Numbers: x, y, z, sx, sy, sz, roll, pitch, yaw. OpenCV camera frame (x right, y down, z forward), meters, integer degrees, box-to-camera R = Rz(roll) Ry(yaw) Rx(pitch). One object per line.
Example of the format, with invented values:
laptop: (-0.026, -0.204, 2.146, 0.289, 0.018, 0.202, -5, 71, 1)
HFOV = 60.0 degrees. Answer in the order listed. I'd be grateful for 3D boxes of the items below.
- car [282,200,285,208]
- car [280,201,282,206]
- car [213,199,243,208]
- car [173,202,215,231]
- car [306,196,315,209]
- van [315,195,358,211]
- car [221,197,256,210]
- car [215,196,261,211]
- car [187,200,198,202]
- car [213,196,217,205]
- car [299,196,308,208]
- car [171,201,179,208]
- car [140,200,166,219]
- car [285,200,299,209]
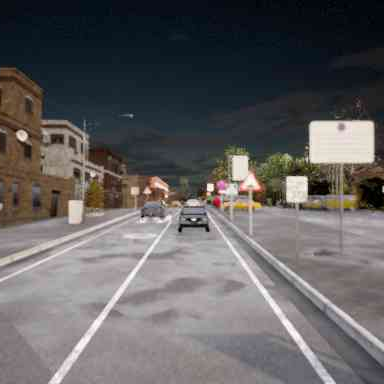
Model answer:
car: (18.414, 1.956, 55.987, 4.892, 1.521, 2.231, 0, -2, -1)
car: (18.357, 1.786, 58.662, 5.566, 2.045, 2.435, 0, -2, -1)
car: (6.134, 2.003, 57.633, 5.008, 1.535, 2.097, 0, -2, -1)
car: (0.097, 1.567, 20.695, 2.033, 1.411, 5.357, 0, 0, 0)
car: (18.708, 1.677, 44.822, 5.366, 1.575, 1.946, 0, -1, 0)
van: (18.429, 1.404, 42.030, 4.442, 1.987, 1.878, 0, -1, 0)
car: (6.280, 1.564, 45.496, 4.553, 1.767, 2.185, 0, -1, 0)
car: (6.088, 1.634, 42.574, 5.366, 1.575, 1.946, 0, -1, 0)
car: (0.071, 1.645, 40.168, 1.812, 1.442, 4.674, 0, -1, 0)
car: (6.195, 1.662, 54.725, 5.566, 2.045, 2.435, 0, -2, -1)
car: (18.687, 1.732, 47.483, 5.366, 1.575, 1.946, 0, -1, 0)
car: (-3.384, 2.599, 70.635, 1.882, 1.535, 5.008, 0, -3, 0)
car: (-3.354, 1.531, 29.310, 1.837, 1.490, 4.892, 0, 0, 0)
car: (18.427, 1.621, 53.203, 5.566, 2.045, 2.435, 0, -2, -1)
